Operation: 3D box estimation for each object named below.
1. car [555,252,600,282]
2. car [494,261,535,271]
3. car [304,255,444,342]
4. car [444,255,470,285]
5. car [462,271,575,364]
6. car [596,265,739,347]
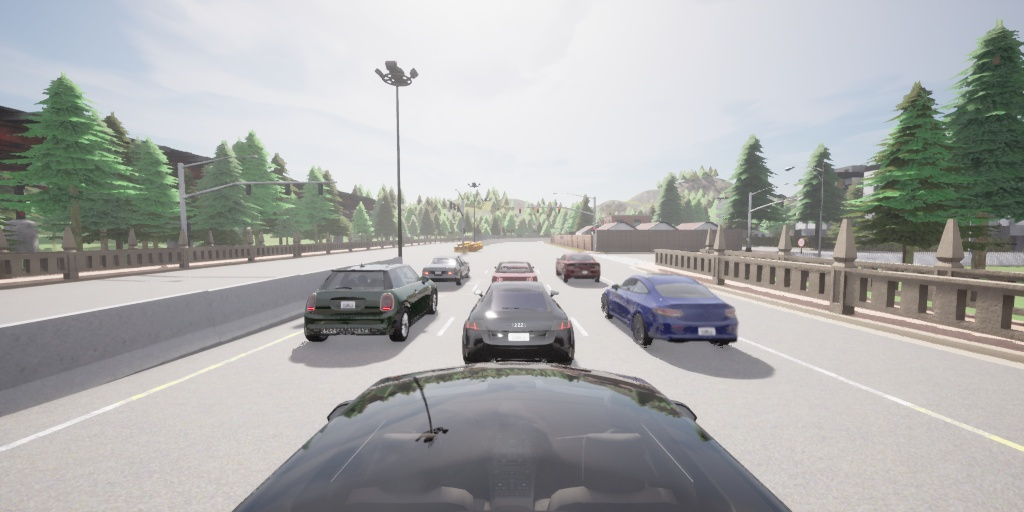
[{"bbox_3d":[3.613,0.529,20.245,1.882,1.535,5.008,0,3,0],"label":"car"},{"bbox_3d":[0.110,0.860,16.555,1.895,1.301,4.718,0,3,0],"label":"car"},{"bbox_3d":[-3.395,0.957,9.550,2.097,1.767,4.553,0,2,0],"label":"car"},{"bbox_3d":[-3.388,0.670,18.972,2.033,1.411,5.357,0,3,0],"label":"car"},{"bbox_3d":[0.106,1.222,7.794,1.994,1.385,4.181,0,2,0],"label":"car"},{"bbox_3d":[3.601,1.152,8.891,1.812,1.442,4.674,0,2,0],"label":"car"}]
